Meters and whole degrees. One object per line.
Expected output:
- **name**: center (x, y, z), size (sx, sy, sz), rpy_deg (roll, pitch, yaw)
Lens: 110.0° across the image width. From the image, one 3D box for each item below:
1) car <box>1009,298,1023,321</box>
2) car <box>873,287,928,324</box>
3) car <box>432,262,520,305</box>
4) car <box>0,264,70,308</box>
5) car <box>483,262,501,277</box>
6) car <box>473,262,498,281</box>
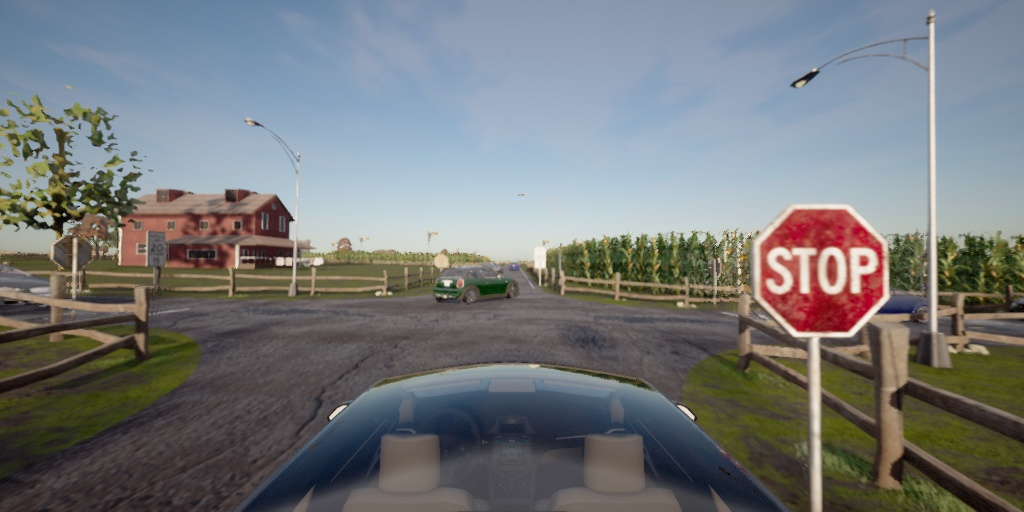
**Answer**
- **car**: center (22.627, 1.944, 13.934), size (4.892, 1.490, 1.837), rpy_deg (1, -1, 1)
- **car**: center (13.704, 1.808, 14.074), size (4.181, 1.385, 1.994), rpy_deg (1, -1, -1)
- **car**: center (-1.635, 1.296, 17.634), size (2.097, 1.767, 4.553), rpy_deg (-1, -1, 37)
- **car**: center (-17.417, 0.980, 11.604), size (4.902, 1.511, 2.128), rpy_deg (1, -1, 1)
- **car**: center (-2.506, 1.654, 45.867), size (2.097, 1.767, 4.553), rpy_deg (0, -1, 1)
- **car**: center (-2.588, 1.530, 36.178), size (2.097, 1.767, 4.553), rpy_deg (0, -1, 0)
